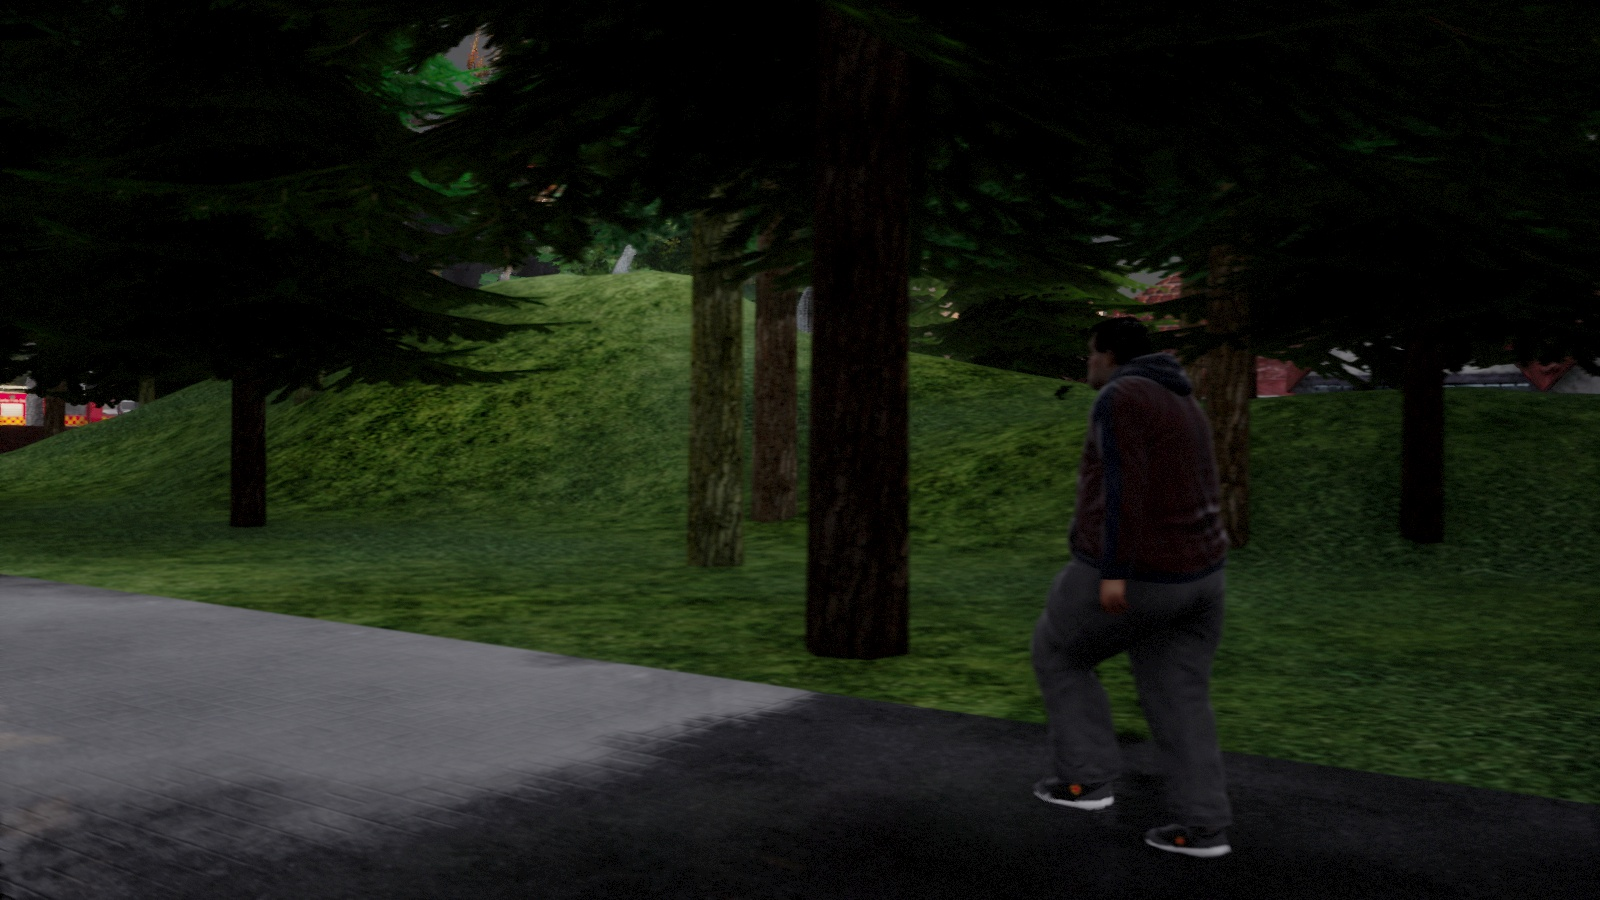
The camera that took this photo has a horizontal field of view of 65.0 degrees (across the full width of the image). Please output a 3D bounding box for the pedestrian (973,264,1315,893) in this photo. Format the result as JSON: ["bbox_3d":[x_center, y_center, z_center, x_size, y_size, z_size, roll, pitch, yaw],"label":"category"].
[{"bbox_3d":[1.143,0.373,4.218,0.634,1.844,0.899,-1,1,-43],"label":"pedestrian"}]

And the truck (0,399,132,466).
[{"bbox_3d":[-45.370,-1.060,75.874,2.891,3.827,8.468,0,1,34],"label":"truck"}]
